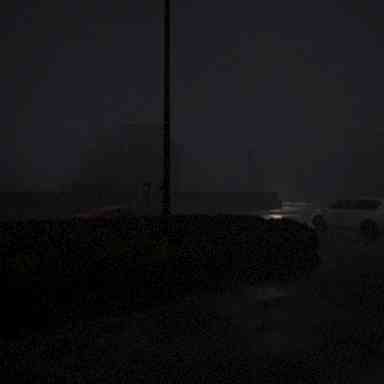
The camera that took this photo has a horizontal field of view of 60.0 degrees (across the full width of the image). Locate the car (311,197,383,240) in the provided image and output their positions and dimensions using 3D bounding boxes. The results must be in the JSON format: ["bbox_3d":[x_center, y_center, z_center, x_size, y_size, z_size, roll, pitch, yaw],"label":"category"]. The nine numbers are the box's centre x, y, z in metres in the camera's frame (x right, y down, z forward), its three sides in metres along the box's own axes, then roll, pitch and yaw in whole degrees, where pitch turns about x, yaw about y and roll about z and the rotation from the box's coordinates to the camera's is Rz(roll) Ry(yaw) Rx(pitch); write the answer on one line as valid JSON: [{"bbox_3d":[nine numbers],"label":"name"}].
[{"bbox_3d":[8.841,1.270,17.643,2.150,2.045,5.566,0,0,-21],"label":"car"}]

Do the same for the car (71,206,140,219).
[{"bbox_3d":[-3.925,1.497,17.844,5.008,1.535,1.882,0,0,-35],"label":"car"}]
